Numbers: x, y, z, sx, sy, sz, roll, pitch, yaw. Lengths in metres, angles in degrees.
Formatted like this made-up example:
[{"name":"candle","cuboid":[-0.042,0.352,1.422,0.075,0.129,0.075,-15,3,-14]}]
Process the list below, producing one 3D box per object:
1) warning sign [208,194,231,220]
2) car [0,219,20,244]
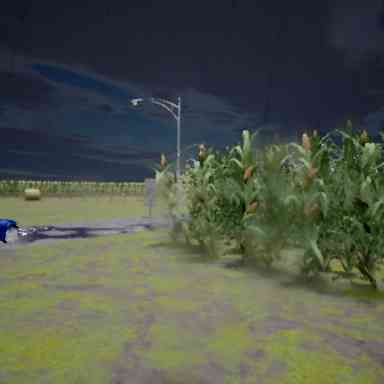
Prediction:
[{"name":"warning sign","cuboid":[2.053,1.096,24.885,1.300,1.860,1.060,2,1,35]},{"name":"car","cuboid":[-8.458,1.383,12.230,1.882,1.535,5.008,-1,0,4]}]
